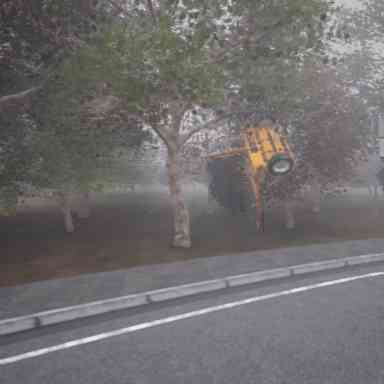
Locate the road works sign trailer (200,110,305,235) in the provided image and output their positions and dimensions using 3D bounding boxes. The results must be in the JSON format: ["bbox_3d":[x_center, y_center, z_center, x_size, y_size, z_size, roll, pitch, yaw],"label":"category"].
[{"bbox_3d":[1.893,-0.463,11.255,2.880,3.560,2.380,-10,47,4],"label":"road works sign trailer"}]
